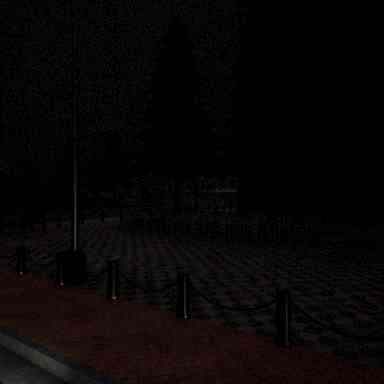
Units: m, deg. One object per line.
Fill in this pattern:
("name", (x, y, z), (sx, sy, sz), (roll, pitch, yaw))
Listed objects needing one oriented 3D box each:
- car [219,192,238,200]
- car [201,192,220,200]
("car", (9.593, 1.374, 84.710), (3.633, 1.501, 1.845), (0, 0, 35))
("car", (5.235, 1.384, 91.415), (3.806, 1.475, 1.970), (0, 0, 35))
